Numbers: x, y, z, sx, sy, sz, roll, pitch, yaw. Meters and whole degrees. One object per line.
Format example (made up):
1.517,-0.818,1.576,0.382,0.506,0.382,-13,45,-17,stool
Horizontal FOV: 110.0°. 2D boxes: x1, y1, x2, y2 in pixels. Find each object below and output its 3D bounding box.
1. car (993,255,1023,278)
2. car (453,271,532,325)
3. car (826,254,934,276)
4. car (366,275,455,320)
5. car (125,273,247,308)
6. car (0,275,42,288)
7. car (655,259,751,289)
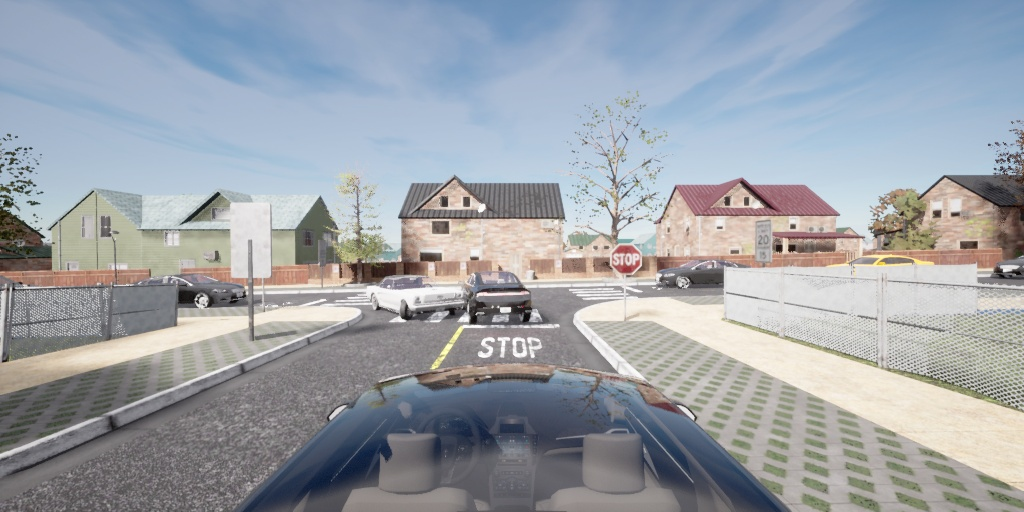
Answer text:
29.390,0.478,19.494,4.902,1.511,2.128,-1,1,0,car
-0.683,1.242,12.020,2.128,1.511,4.902,0,0,-12,car
19.765,0.690,19.460,5.008,1.535,1.882,-1,1,-1,car
-3.600,1.368,12.880,1.895,1.301,4.718,0,0,-38,car
-14.899,1.566,16.378,4.902,1.511,2.128,-1,1,0,car
-24.236,1.648,16.340,4.553,1.767,2.097,-1,1,0,car
10.335,0.926,19.426,4.902,1.511,2.128,-1,1,0,car
